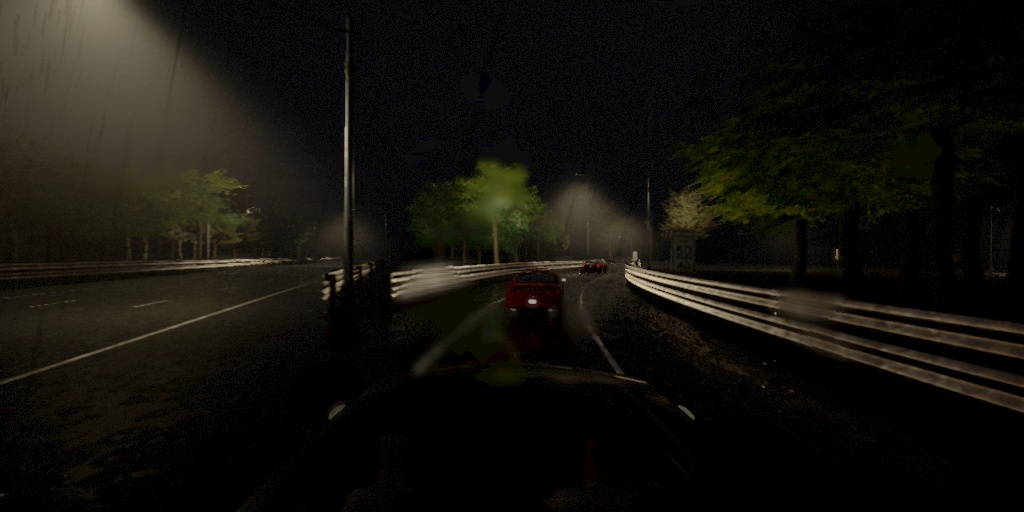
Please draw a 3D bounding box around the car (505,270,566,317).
[{"bbox_3d":[0.981,1.245,13.360,1.882,1.535,5.008,0,0,8],"label":"car"}]

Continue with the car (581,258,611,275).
[{"bbox_3d":[9.089,1.113,39.227,2.097,1.767,4.553,0,0,25],"label":"car"}]
